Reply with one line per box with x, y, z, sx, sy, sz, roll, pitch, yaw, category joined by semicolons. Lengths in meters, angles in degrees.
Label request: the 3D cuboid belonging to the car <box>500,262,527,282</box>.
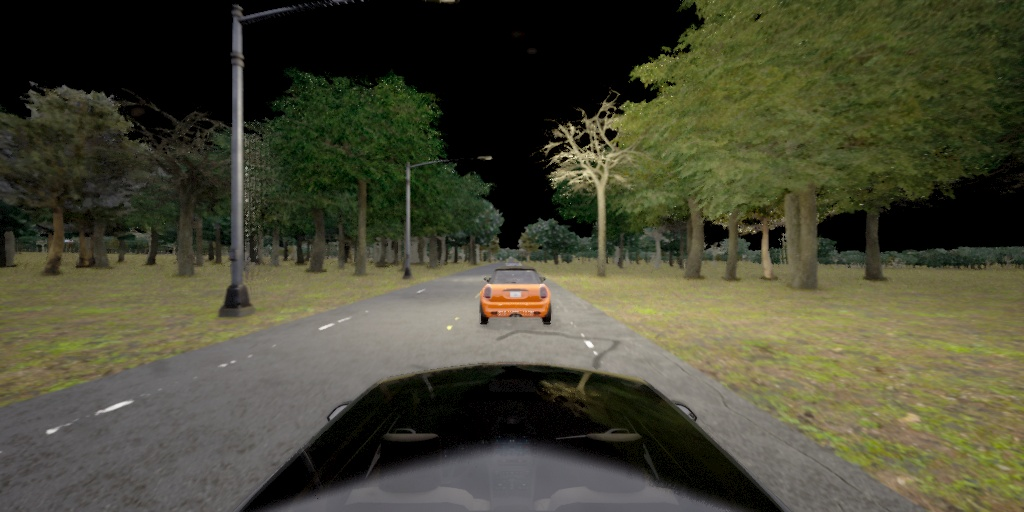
0.102;1.296;30.290;2.128;1.511;4.902;0;0;0;car

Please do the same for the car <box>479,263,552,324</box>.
0.102;1.106;12.194;2.097;1.767;4.553;0;0;0;car
